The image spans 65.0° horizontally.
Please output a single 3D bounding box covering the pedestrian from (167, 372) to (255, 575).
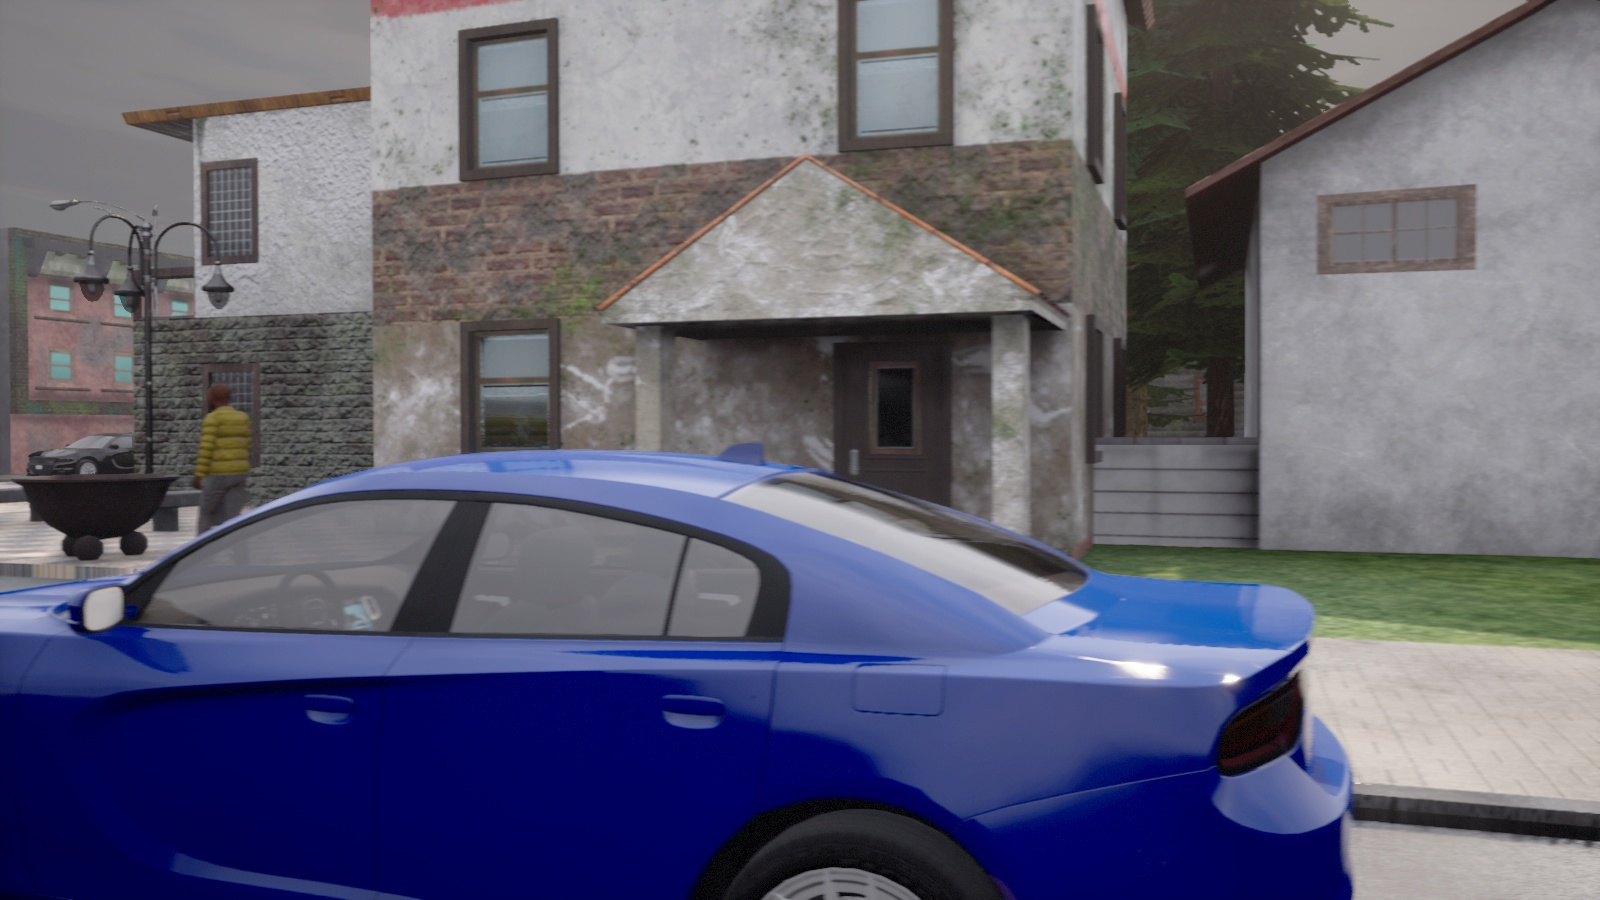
[{"bbox_3d":[-5.474,0.205,11.679,0.726,1.835,0.370,1,1,27],"label":"pedestrian"}]

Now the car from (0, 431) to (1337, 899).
[{"bbox_3d":[-1.066,0.730,4.083,5.008,1.535,1.882,1,1,18],"label":"car"}]

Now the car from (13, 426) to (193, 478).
[{"bbox_3d":[-21.912,0.030,39.759,1.882,1.535,5.008,1,1,19],"label":"car"}]
